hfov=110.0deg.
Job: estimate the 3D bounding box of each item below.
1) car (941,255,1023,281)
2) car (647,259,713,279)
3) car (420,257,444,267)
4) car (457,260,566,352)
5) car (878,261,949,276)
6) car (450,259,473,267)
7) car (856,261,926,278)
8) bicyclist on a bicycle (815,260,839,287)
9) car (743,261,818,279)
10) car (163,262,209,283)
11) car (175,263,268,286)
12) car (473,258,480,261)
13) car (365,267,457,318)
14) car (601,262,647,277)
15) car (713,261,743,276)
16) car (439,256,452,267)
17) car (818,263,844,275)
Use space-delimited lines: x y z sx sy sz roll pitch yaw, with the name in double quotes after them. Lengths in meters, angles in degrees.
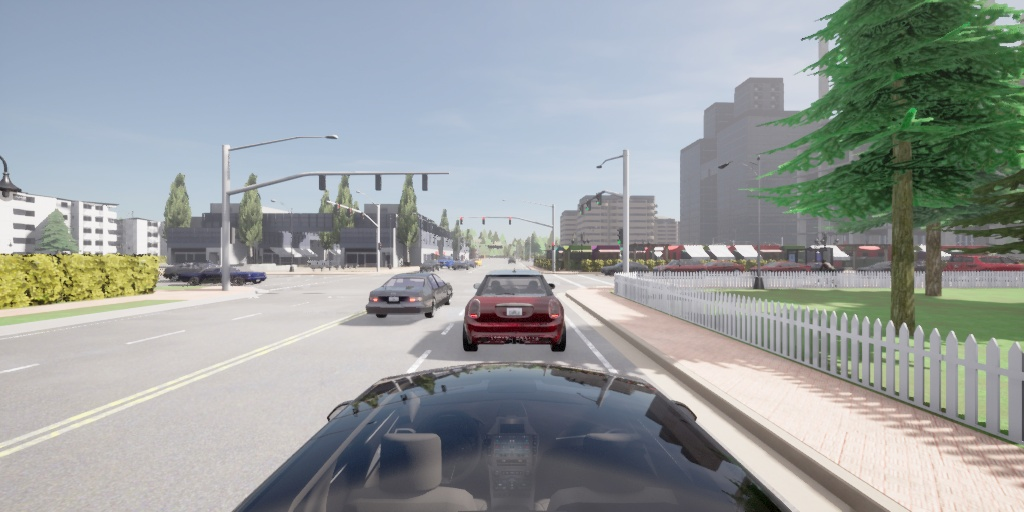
38.838 0.967 29.244 5.566 2.045 2.150 1 0 -2 "car"
15.075 1.102 32.339 4.553 1.767 2.097 0 0 -1 "car"
-10.608 1.254 46.518 1.837 1.490 4.892 0 0 0 "car"
0.063 1.102 9.089 2.097 1.767 4.553 0 0 0 "car"
40.674 1.241 36.454 4.902 1.511 2.128 0 0 -1 "car"
-7.107 1.313 51.095 1.994 1.385 4.181 0 0 0 "car"
34.349 1.254 32.816 4.892 1.490 1.837 0 0 -1 "car"
18.789 1.052 21.448 0.582 1.620 1.656 0 0 -1 "bicyclist on a bicycle"
24.288 1.227 32.571 5.008 1.535 1.882 0 0 -1 "car"
-23.958 1.242 27.782 4.902 1.511 2.128 0 0 -2 "car"
-19.447 1.351 24.337 4.718 1.301 1.895 0 0 0 "car"
-7.092 1.297 60.338 2.033 1.411 5.357 0 0 0 "car"
-3.420 1.297 12.924 2.033 1.411 5.357 0 0 0 "car"
11.226 1.275 35.726 4.674 1.442 1.812 0 0 -1 "car"
20.551 1.227 35.981 5.008 1.535 1.882 0 0 -1 "car"
-10.601 0.971 56.476 2.150 2.045 5.566 0 0 0 "car"
30.449 1.350 36.227 4.718 1.301 1.895 0 0 -1 "car"
